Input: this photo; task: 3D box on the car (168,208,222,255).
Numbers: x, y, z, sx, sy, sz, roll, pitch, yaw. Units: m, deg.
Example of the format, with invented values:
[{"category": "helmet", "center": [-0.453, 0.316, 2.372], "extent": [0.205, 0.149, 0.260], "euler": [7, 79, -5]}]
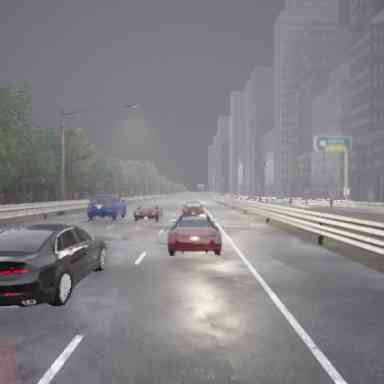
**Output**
[{"category": "car", "center": [0.098, 1.570, 13.439], "extent": [1.994, 1.385, 4.181], "euler": [0, 0, 0]}]

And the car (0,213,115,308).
[{"category": "car", "center": [-3.417, 1.510, 7.973], "extent": [1.837, 1.490, 4.892], "euler": [0, 0, 0]}]

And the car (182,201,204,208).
[{"category": "car", "center": [0.105, 1.546, 29.284], "extent": [1.812, 1.442, 4.674], "euler": [0, 0, 0]}]

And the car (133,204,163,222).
[{"category": "car", "center": [-3.399, 1.619, 26.816], "extent": [1.895, 1.301, 4.718], "euler": [0, 0, 0]}]

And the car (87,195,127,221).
[{"category": "car", "center": [-6.895, 1.241, 27.414], "extent": [2.150, 2.045, 5.566], "euler": [0, 0, 0]}]
